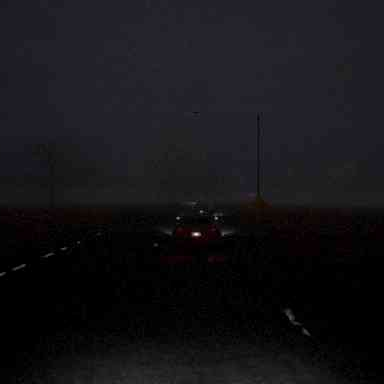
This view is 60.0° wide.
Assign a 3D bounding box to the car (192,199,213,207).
[{"bbox_3d":[0.899,1.584,29.548,1.994,1.385,4.181,0,0,3],"label":"car"}]

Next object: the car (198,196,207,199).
[{"bbox_3d":[2.492,1.586,76.955,2.128,1.511,4.902,0,0,8],"label":"car"}]

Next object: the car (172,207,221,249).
[{"bbox_3d":[0.226,1.574,14.603,1.994,1.385,4.181,0,0,2],"label":"car"}]

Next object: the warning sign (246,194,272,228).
[{"bbox_3d":[4.015,1.126,20.135,1.300,1.860,1.060,2,2,2],"label":"warning sign"}]
